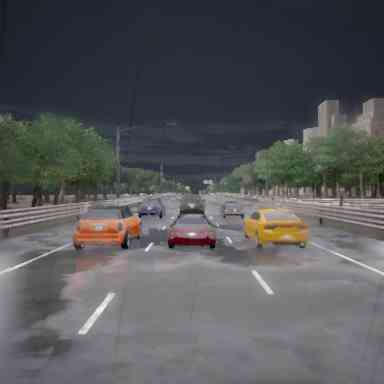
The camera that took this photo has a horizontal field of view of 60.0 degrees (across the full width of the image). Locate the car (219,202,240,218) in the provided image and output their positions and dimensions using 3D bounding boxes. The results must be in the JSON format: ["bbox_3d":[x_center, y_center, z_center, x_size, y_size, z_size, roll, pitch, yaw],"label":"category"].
[{"bbox_3d":[3.500,1.560,29.650,2.033,1.411,5.357,0,0,0],"label":"car"}]

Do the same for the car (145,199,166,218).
[{"bbox_3d":[-3.500,1.362,29.620,2.097,1.767,4.553,0,0,0],"label":"car"}]

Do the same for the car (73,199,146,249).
[{"bbox_3d":[-3.500,1.366,14.620,2.097,1.767,4.553,0,0,0],"label":"car"}]

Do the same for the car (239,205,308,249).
[{"bbox_3d":[3.500,1.485,14.650,1.882,1.535,5.008,0,0,0],"label":"car"}]

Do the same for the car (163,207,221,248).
[{"bbox_3d":[0.000,1.572,14.650,1.994,1.385,4.181,0,0,0],"label":"car"}]

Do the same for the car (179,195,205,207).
[{"bbox_3d":[0.000,1.253,29.680,2.150,2.045,5.566,0,0,0],"label":"car"}]
